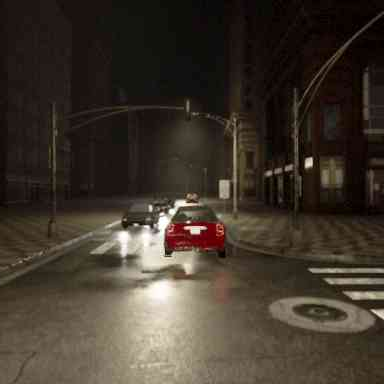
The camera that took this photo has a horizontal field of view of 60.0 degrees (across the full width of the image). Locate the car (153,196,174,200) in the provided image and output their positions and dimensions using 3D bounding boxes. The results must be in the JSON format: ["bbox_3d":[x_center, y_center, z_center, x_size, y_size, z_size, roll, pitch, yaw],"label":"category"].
[{"bbox_3d":[-3.080,1.314,31.095,2.128,1.511,4.902,0,0,0],"label":"car"}]

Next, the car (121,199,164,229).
[{"bbox_3d":[-3.091,1.430,21.150,2.033,1.411,5.357,0,0,0],"label":"car"}]

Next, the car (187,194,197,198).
[{"bbox_3d":[0.019,1.291,51.160,1.895,1.301,4.718,0,0,0],"label":"car"}]

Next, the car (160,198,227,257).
[{"bbox_3d":[0.106,1.287,12.865,2.097,1.767,4.553,0,0,0],"label":"car"}]

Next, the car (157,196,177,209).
[{"bbox_3d":[-3.030,1.247,41.449,2.128,1.511,4.902,0,0,0],"label":"car"}]

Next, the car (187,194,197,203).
[{"bbox_3d":[0.024,1.096,61.133,1.882,1.535,5.008,0,0,0],"label":"car"}]
